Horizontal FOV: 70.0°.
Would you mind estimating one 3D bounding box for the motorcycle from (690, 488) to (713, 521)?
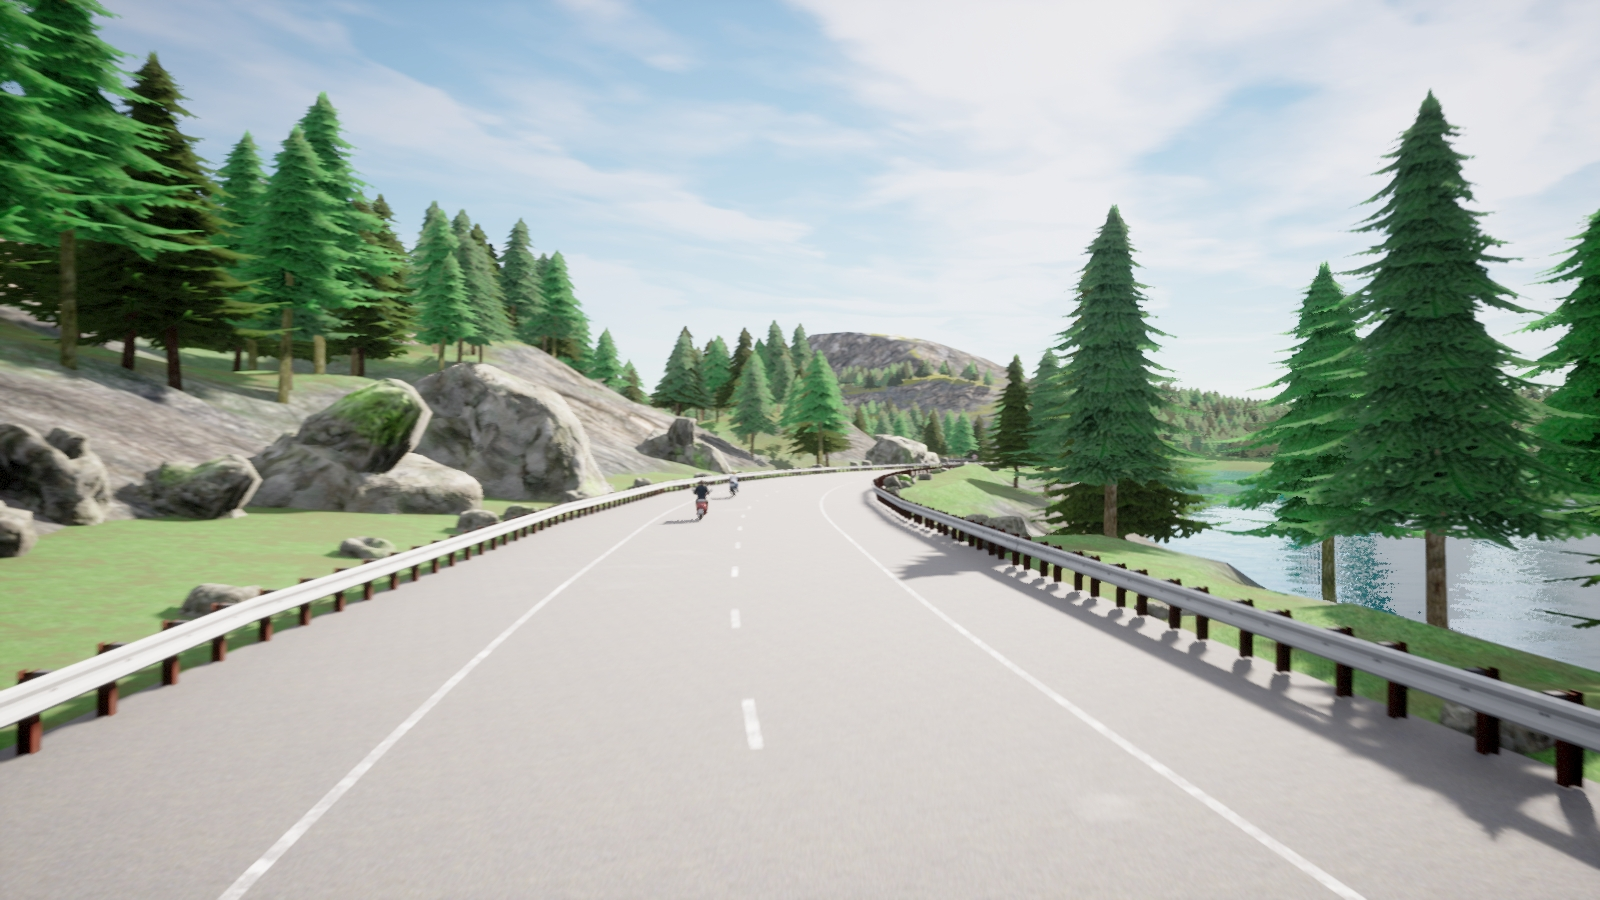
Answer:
[{"bbox_3d":[-3.933,2.176,45.725,0.856,1.236,1.805,0,0,-2],"label":"motorcycle"}]

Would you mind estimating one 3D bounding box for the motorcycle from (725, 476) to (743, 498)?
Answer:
[{"bbox_3d":[-3.850,2.172,66.822,0.803,1.217,2.033,0,0,3],"label":"motorcycle"}]
